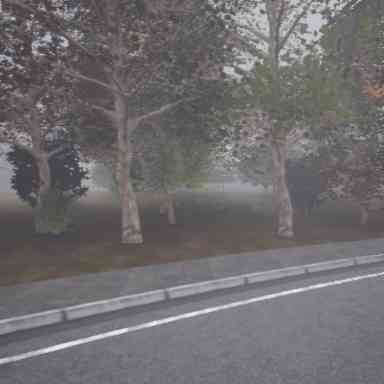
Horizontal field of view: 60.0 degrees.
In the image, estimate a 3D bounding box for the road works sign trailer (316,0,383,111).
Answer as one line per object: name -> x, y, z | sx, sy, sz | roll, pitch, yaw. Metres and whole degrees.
road works sign trailer -> 6.381, -5.340, 11.831 | 3.560, 2.880, 2.380 | 25, -43, -30
